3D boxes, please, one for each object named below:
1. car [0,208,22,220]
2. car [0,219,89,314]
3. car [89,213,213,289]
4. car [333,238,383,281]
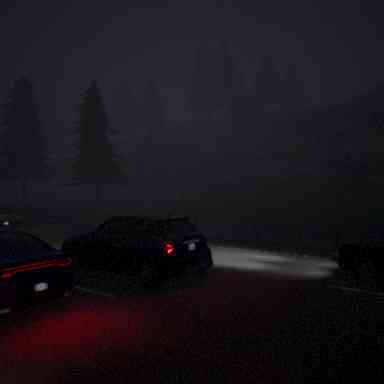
[{"bbox_3d":[-13.387,1.675,22.146,4.718,1.301,1.895,0,0,36],"label":"car"},{"bbox_3d":[-4.687,1.530,7.337,5.008,1.535,1.882,0,0,36],"label":"car"},{"bbox_3d":[-1.728,1.397,9.525,4.553,1.767,2.097,0,0,36],"label":"car"},{"bbox_3d":[6.110,1.595,8.232,4.718,1.301,1.895,-1,0,36],"label":"car"}]
